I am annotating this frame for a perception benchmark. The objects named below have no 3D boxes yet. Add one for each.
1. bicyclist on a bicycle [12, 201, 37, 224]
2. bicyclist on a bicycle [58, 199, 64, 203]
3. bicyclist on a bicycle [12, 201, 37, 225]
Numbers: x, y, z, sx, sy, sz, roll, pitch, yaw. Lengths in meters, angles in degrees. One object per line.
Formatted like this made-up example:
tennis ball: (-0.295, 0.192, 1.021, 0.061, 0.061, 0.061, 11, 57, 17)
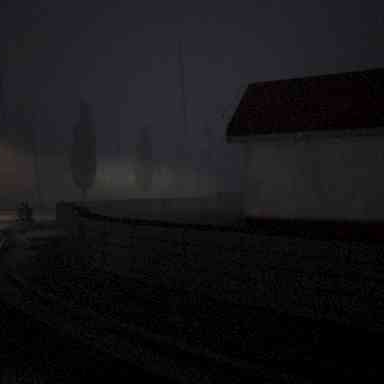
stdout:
bicyclist on a bicycle: (-12.591, 1.540, 25.000, 0.582, 1.620, 1.656, 0, -1, 26)
bicyclist on a bicycle: (-10.123, 1.400, 25.659, 0.582, 1.620, 1.656, 0, 0, -7)
bicyclist on a bicycle: (-11.938, 1.536, 23.703, 1.656, 1.620, 0.582, 0, 0, -18)
